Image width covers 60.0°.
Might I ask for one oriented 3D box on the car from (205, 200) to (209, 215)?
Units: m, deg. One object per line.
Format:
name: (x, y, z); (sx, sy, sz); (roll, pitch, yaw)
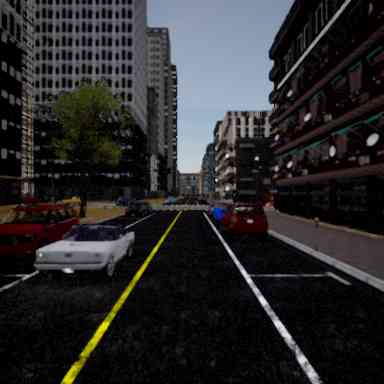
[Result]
car: (2.691, 1.727, 34.421); (1.967, 1.590, 4.097); (0, 0, 0)

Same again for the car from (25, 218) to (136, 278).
car: (-3.099, 1.688, 10.560); (1.895, 1.301, 4.718); (0, 0, 0)

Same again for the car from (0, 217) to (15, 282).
car: (-5.692, 1.496, 6.667); (1.967, 1.590, 4.097); (0, 0, 0)

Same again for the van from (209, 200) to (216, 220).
van: (2.691, 1.581, 28.871); (1.690, 1.788, 3.998); (0, 0, 0)

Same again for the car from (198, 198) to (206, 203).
car: (2.698, 2.304, 89.275); (1.887, 1.381, 4.507); (0, -1, 0)

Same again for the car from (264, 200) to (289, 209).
car: (16.035, 2.288, 63.114); (4.097, 1.590, 1.967); (1, -1, -1)

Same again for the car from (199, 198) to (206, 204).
car: (2.697, 2.238, 79.309); (1.947, 1.339, 4.313); (0, -1, 0)

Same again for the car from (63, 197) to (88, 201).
car: (-22.025, 1.656, 62.779); (4.829, 1.417, 1.752); (1, -1, -1)

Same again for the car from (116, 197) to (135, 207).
car: (-10.669, 1.627, 57.114); (4.553, 1.767, 2.097); (1, 0, -1)

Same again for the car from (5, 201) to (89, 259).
car: (-5.691, 1.416, 12.219); (2.192, 1.841, 5.009); (0, 0, 0)

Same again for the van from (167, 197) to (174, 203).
van: (-5.683, 2.101, 89.277); (1.690, 1.788, 3.998); (0, -1, 0)

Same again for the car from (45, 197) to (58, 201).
car: (-27.470, 1.593, 62.631); (4.313, 1.339, 1.947); (1, -1, -1)

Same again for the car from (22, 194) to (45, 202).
car: (-27.363, 1.298, 54.258); (5.009, 1.841, 2.192); (1, -1, -1)

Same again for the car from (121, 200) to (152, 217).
car: (-5.689, 1.853, 34.420); (1.947, 1.339, 4.313); (0, 0, 0)

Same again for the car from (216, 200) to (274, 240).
car: (2.689, 1.462, 17.769); (2.192, 1.841, 5.009); (0, 0, 0)
